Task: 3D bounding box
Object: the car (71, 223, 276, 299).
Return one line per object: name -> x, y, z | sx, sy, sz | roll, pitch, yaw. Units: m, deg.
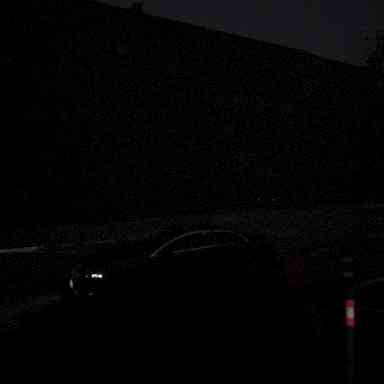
car -> -0.274, 1.554, 7.924 | 4.902, 1.511, 2.128 | -2, 1, -26
